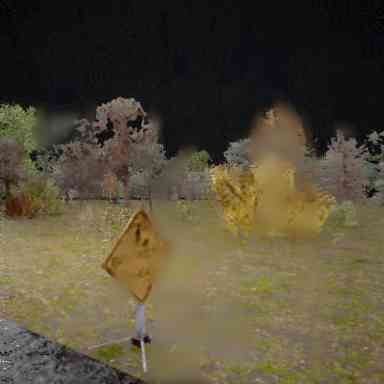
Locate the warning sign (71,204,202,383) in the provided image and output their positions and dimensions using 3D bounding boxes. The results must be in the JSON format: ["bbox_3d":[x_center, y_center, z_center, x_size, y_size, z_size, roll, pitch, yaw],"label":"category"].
[{"bbox_3d":[-0.695,1.123,4.409,1.060,1.860,1.300,-1,0,35],"label":"warning sign"}]
